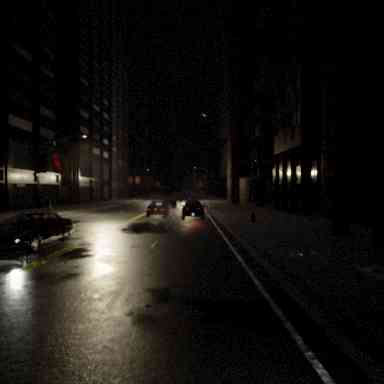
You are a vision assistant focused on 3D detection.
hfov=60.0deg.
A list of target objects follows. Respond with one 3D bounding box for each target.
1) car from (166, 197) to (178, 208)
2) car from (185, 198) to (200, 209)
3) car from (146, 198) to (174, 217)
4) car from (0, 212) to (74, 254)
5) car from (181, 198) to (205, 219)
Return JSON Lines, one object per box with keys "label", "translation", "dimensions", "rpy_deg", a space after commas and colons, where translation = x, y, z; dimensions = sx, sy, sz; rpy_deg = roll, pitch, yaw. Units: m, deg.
{"label": "car", "translation": [-3.171, 1.510, 47.839], "dimensions": [2.128, 1.511, 4.902], "rpy_deg": [0, 0, 0]}
{"label": "car", "translation": [0.080, 1.568, 46.081], "dimensions": [2.033, 1.411, 5.357], "rpy_deg": [0, 0, 0]}
{"label": "car", "translation": [-3.163, 1.566, 31.418], "dimensions": [2.033, 1.411, 5.357], "rpy_deg": [0, 0, 0]}
{"label": "car", "translation": [-6.592, 1.556, 13.779], "dimensions": [2.033, 1.411, 5.357], "rpy_deg": [0, 0, 0]}
{"label": "car", "translation": [0.086, 1.523, 28.884], "dimensions": [1.837, 1.490, 4.892], "rpy_deg": [0, 0, 0]}
